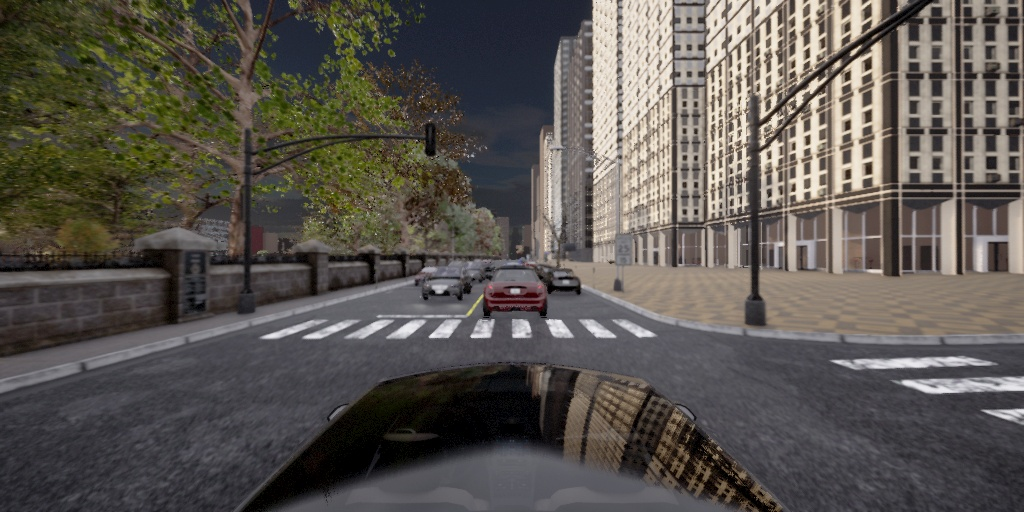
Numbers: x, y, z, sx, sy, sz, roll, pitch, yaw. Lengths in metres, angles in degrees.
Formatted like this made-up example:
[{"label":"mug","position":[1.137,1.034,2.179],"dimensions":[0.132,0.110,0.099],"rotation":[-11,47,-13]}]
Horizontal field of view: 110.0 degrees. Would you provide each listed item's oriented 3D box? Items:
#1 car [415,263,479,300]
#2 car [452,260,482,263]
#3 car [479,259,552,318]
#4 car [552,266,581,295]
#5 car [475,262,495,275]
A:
[{"label":"car","position":[-3.081,1.265,17.823],"dimensions":[2.128,1.511,4.902],"rotation":[0,0,1]},{"label":"car","position":[-3.078,1.281,28.221],"dimensions":[2.128,1.511,4.902],"rotation":[0,0,0]},{"label":"car","position":[0.104,1.118,13.290],"dimensions":[2.097,1.767,4.553],"rotation":[0,0,0]},{"label":"car","position":[2.694,1.342,19.963],"dimensions":[1.948,1.339,4.313],"rotation":[0,0,0]},{"label":"car","position":[-3.045,1.416,41.574],"dimensions":[1.895,1.301,4.718],"rotation":[0,0,0]}]
